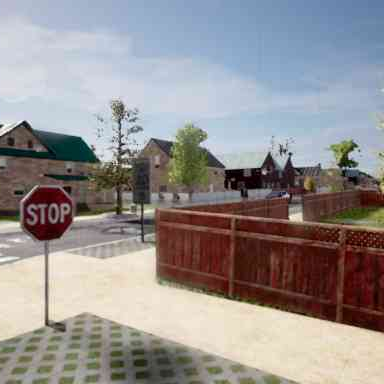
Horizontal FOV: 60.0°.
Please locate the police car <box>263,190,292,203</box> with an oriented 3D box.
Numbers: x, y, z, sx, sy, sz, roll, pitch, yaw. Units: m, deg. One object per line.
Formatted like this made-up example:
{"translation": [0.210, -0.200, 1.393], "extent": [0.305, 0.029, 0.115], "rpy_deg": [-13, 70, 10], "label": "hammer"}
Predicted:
{"translation": [9.641, 0.595, 37.599], "extent": [2.038, 1.542, 4.974], "rpy_deg": [-1, 1, 36], "label": "police car"}
